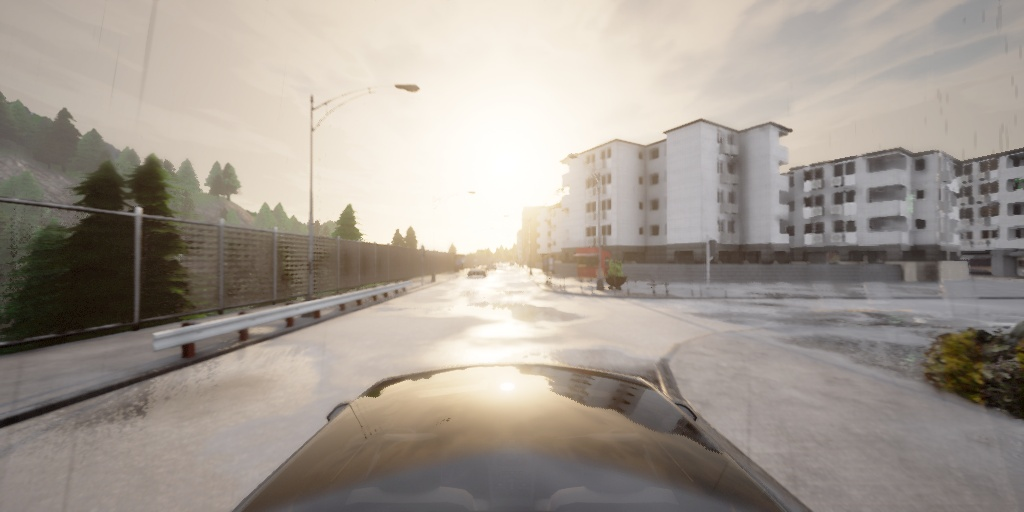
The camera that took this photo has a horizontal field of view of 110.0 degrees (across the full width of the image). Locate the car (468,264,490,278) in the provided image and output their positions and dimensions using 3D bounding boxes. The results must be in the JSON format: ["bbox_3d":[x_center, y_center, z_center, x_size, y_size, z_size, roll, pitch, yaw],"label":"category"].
[{"bbox_3d":[-3.995,1.792,42.028,1.994,1.385,4.181,0,-1,0],"label":"car"}]
